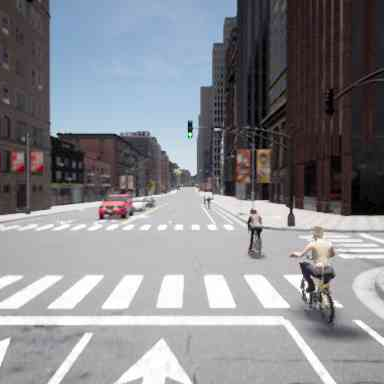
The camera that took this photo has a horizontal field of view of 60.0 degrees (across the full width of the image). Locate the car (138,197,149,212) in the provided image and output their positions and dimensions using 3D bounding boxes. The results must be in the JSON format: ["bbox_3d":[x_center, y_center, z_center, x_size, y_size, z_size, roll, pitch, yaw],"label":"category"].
[{"bbox_3d":[-6.576,1.538,39.148,1.812,1.442,4.674,0,0,0],"label":"car"}]

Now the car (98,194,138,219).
[{"bbox_3d":[-6.591,1.231,29.484,2.150,2.045,5.566,0,0,0],"label":"car"}]

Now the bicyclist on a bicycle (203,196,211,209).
[{"bbox_3d":[2.246,1.384,44.741,0.659,1.776,1.843,0,0,0],"label":"bicyclist on a bicycle"}]

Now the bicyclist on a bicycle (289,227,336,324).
[{"bbox_3d":[2.297,1.436,6.156,0.866,1.612,1.509,0,0,0],"label":"bicyclist on a bicycle"}]

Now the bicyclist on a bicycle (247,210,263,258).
[{"bbox_3d":[2.250,1.459,11.873,0.582,1.620,1.656,0,0,0],"label":"bicyclist on a bicycle"}]

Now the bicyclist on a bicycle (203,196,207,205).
[{"bbox_3d":[2.244,1.467,57.953,0.582,1.620,1.656,0,0,0],"label":"bicyclist on a bicycle"}]

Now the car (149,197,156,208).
[{"bbox_3d":[-6.557,1.506,49.516,2.128,1.511,4.902,0,0,1],"label":"car"}]
